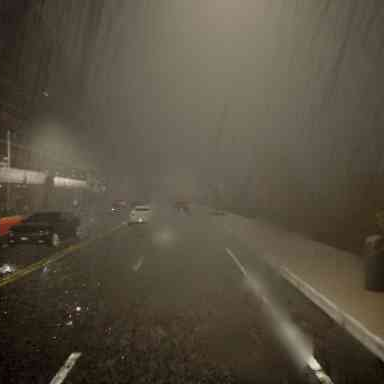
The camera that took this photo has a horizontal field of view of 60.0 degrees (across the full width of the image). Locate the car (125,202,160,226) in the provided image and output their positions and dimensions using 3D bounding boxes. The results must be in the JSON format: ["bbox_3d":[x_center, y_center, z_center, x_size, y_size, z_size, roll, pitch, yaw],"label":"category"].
[{"bbox_3d":[-3.680,1.760,25.451,1.812,1.442,4.674,0,0,-2],"label":"car"}]

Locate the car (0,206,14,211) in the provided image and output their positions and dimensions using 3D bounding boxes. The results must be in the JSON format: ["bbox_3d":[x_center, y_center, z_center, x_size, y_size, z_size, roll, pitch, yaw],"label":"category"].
[{"bbox_3d":[-10.090,1.527,16.142,2.097,1.767,4.553,0,-1,-2],"label":"car"}]

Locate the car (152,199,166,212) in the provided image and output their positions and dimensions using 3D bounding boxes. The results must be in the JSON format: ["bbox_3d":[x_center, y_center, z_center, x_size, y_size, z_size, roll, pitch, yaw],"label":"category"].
[{"bbox_3d":[-4.833,1.928,45.425,1.812,1.442,4.674,0,0,-4],"label":"car"}]

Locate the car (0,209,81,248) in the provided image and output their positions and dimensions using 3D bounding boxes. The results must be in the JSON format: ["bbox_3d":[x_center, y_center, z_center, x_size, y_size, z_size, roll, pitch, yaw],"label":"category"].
[{"bbox_3d":[-6.830,1.641,15.920,1.882,1.535,5.008,0,0,-2],"label":"car"}]

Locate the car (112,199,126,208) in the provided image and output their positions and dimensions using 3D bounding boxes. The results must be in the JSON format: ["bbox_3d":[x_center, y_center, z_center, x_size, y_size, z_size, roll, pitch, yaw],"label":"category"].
[{"bbox_3d":[-12.586,2.007,57.544,1.882,1.535,5.008,0,0,-5],"label":"car"}]

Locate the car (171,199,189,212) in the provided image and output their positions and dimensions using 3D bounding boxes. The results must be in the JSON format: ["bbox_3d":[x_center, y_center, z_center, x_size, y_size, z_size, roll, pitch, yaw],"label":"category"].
[{"bbox_3d":[-1.504,1.889,44.469,1.837,1.490,4.892,0,0,-4],"label":"car"}]

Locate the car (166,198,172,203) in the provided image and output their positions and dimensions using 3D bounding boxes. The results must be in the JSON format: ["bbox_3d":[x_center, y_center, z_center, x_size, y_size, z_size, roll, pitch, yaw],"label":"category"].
[{"bbox_3d":[-5.785,2.183,81.632,1.837,1.490,4.892,0,0,-9],"label":"car"}]

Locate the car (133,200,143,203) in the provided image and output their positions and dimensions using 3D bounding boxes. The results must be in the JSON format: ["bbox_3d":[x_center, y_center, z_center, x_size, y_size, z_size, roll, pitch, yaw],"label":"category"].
[{"bbox_3d":[-9.349,2.122,57.937,1.895,1.301,4.718,0,0,-5],"label":"car"}]
